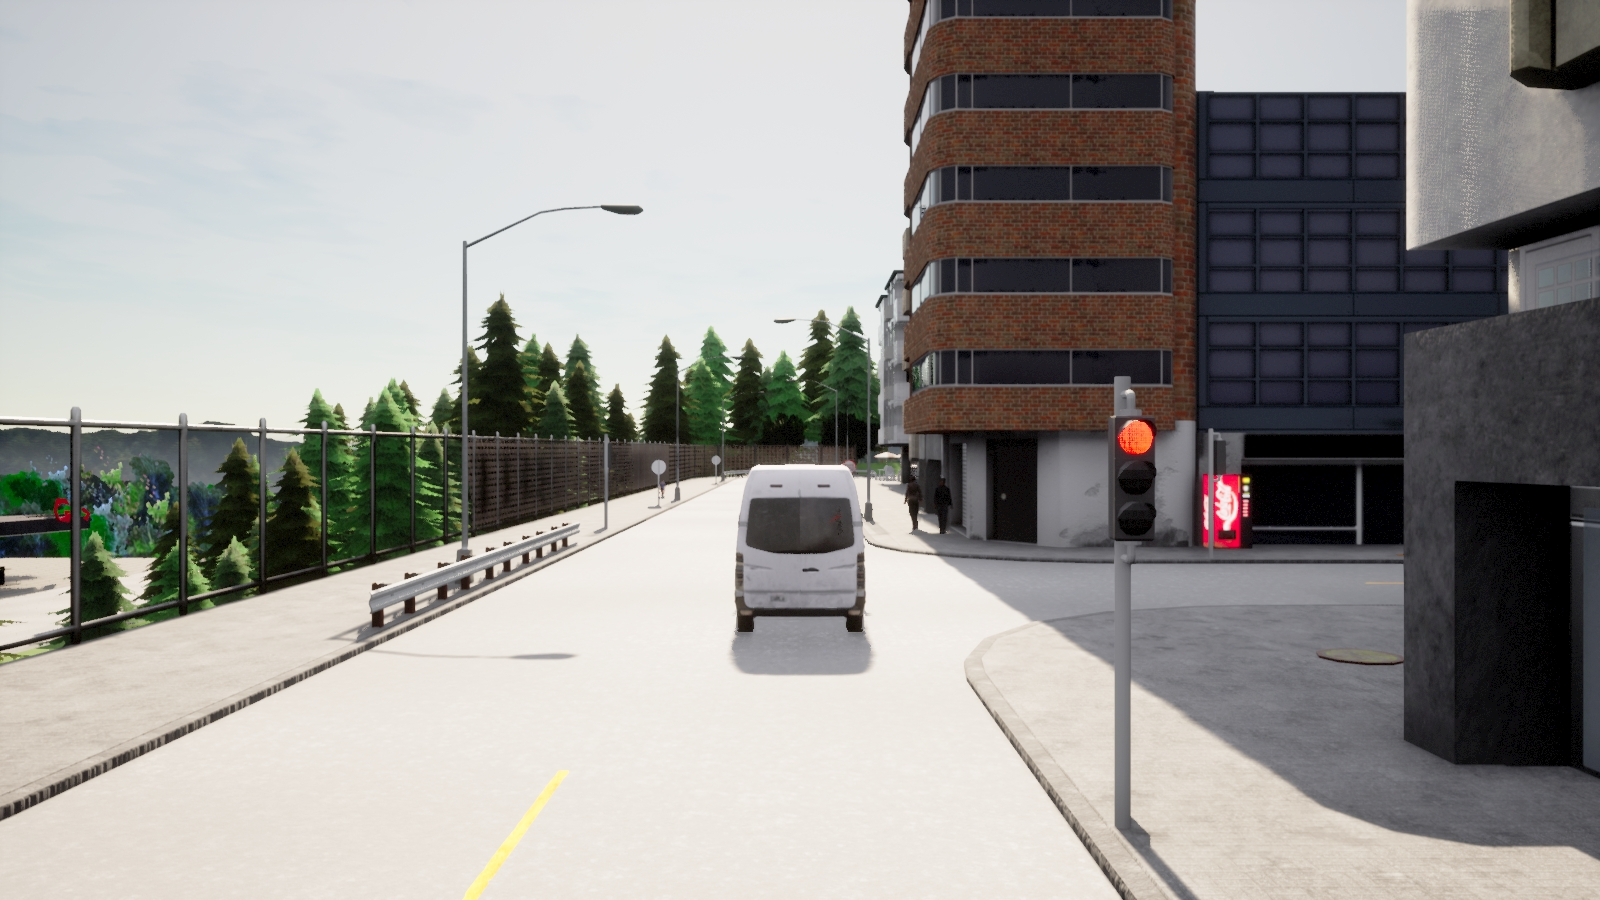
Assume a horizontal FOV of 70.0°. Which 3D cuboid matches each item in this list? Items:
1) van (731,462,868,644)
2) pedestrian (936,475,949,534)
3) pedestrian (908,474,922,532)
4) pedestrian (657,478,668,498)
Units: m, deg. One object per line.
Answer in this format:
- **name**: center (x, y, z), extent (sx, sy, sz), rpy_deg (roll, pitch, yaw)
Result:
- **van**: center (0.000, 1.527, 19.537), extent (1.988, 2.561, 5.915), rpy_deg (0, 0, 0)
- **pedestrian**: center (4.507, 1.723, 36.079), extent (0.375, 1.860, 0.375), rpy_deg (0, 0, 4)
- **pedestrian**: center (3.752, 1.721, 37.351), extent (0.375, 1.860, 0.375), rpy_deg (0, 0, -9)
- **pedestrian**: center (-7.600, 2.100, 63.115), extent (0.500, 1.100, 0.500), rpy_deg (0, 0, 1)
